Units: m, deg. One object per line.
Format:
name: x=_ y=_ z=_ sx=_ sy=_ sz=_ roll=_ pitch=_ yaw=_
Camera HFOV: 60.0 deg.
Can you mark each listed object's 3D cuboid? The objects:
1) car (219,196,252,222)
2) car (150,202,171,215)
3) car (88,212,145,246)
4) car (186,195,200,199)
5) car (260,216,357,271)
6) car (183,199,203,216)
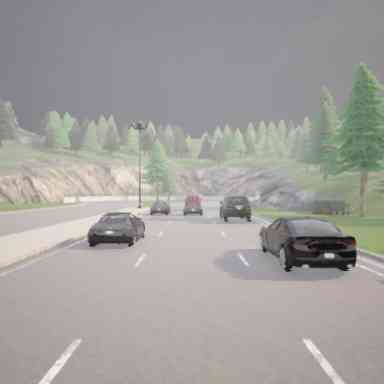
car: x=3.603 y=1.367 z=28.157 sx=2.150 sy=2.045 sz=5.566 roll=0 pitch=0 yaw=0
car: x=-3.395 y=1.751 z=36.330 sx=1.994 sy=1.385 sz=4.181 roll=0 pitch=0 yaw=0
car: x=-3.398 y=1.645 z=15.654 sx=1.994 sy=1.385 sz=4.181 roll=0 pitch=0 yaw=0
car: x=0.098 y=1.450 z=44.401 sx=2.150 sy=2.045 sz=5.566 roll=0 pitch=0 yaw=0
car: x=3.602 y=1.536 z=11.185 sx=1.882 sy=1.535 sz=5.008 roll=0 pitch=0 yaw=0
car: x=0.103 y=1.744 z=34.985 sx=1.994 sy=1.385 sz=4.181 roll=0 pitch=0 yaw=0
